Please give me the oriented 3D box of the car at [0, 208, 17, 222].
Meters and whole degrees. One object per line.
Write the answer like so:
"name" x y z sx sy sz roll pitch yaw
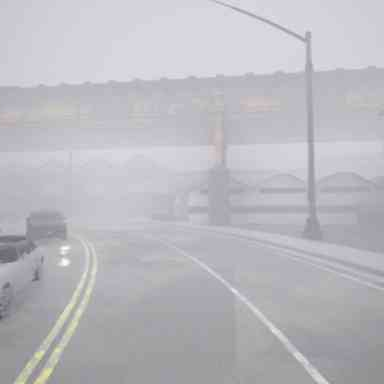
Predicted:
"car" -22.192 2.659 38.506 4.892 1.490 1.837 -2 -3 33

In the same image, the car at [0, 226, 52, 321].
"car" -4.644 1.723 7.419 1.895 1.301 4.718 0 -1 -13

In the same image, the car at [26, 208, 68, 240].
"car" -8.165 1.787 18.627 1.882 1.535 5.008 1 -1 -27

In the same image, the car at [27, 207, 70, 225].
"car" -13.805 2.244 31.807 2.128 1.511 4.902 1 -3 -44
